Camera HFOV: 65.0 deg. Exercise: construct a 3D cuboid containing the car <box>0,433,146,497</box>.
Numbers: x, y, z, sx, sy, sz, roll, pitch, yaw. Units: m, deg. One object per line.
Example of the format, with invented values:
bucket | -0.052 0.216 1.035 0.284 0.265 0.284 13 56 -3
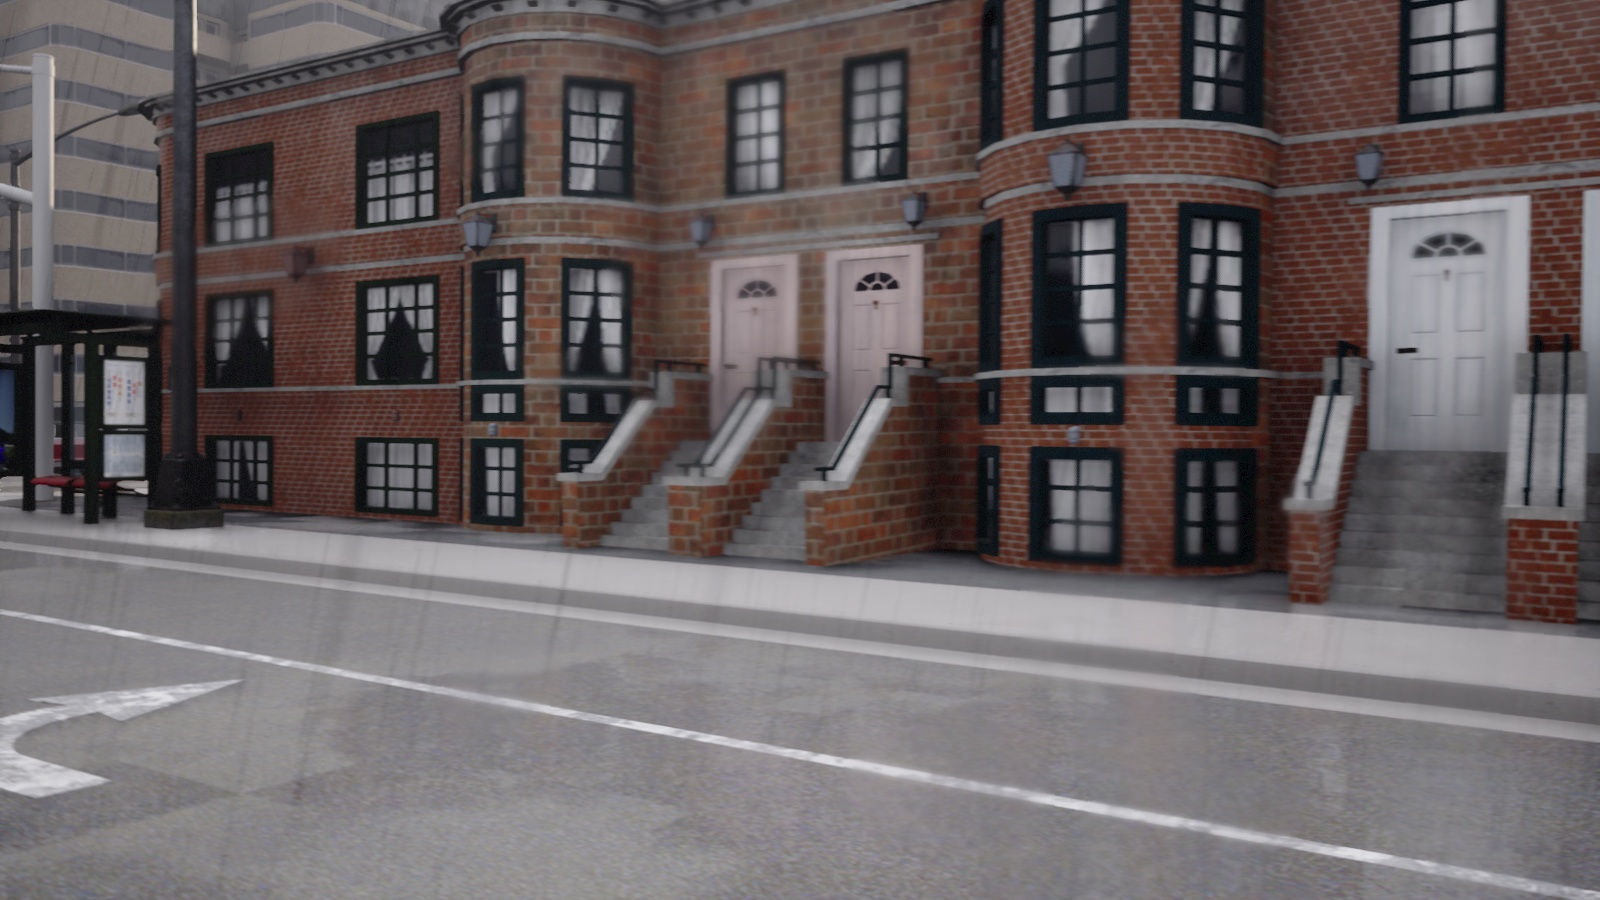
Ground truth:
car | -20.888 0.381 34.418 2.033 1.649 4.856 0 1 33
